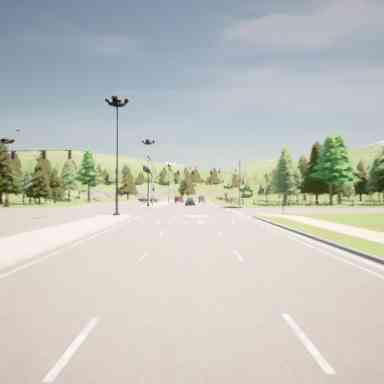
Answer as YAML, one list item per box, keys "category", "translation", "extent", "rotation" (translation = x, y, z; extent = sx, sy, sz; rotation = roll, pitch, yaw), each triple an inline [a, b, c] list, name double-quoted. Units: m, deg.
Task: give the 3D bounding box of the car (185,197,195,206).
- category: "car"
  translation: [-0.385, 2.145, 69.602]
  extent: [1.837, 1.490, 4.892]
  rotation: [0, -1, 0]
